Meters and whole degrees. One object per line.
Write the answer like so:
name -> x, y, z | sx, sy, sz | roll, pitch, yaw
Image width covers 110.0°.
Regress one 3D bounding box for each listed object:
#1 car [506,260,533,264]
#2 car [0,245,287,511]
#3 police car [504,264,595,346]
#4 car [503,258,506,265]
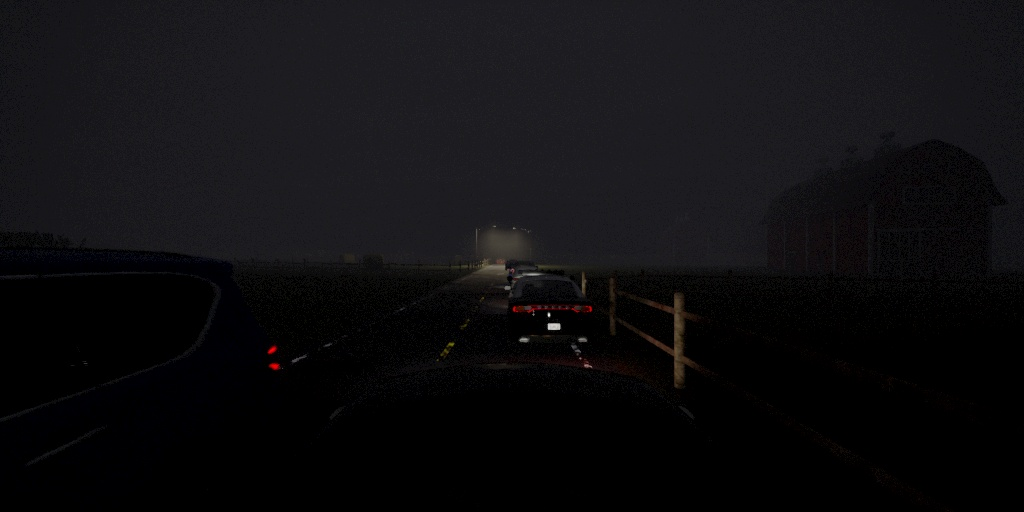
car -> 0.811, 1.099, 25.447 | 2.097, 1.767, 4.553 | 0, 0, 0
car -> -2.749, 0.971, 0.371 | 2.150, 2.045, 5.566 | 0, 0, 0
police car -> 0.820, 1.174, 9.587 | 1.930, 1.638, 5.238 | 0, 0, 0
car -> 0.030, 1.220, 49.769 | 1.882, 1.535, 5.008 | 0, 0, 0
